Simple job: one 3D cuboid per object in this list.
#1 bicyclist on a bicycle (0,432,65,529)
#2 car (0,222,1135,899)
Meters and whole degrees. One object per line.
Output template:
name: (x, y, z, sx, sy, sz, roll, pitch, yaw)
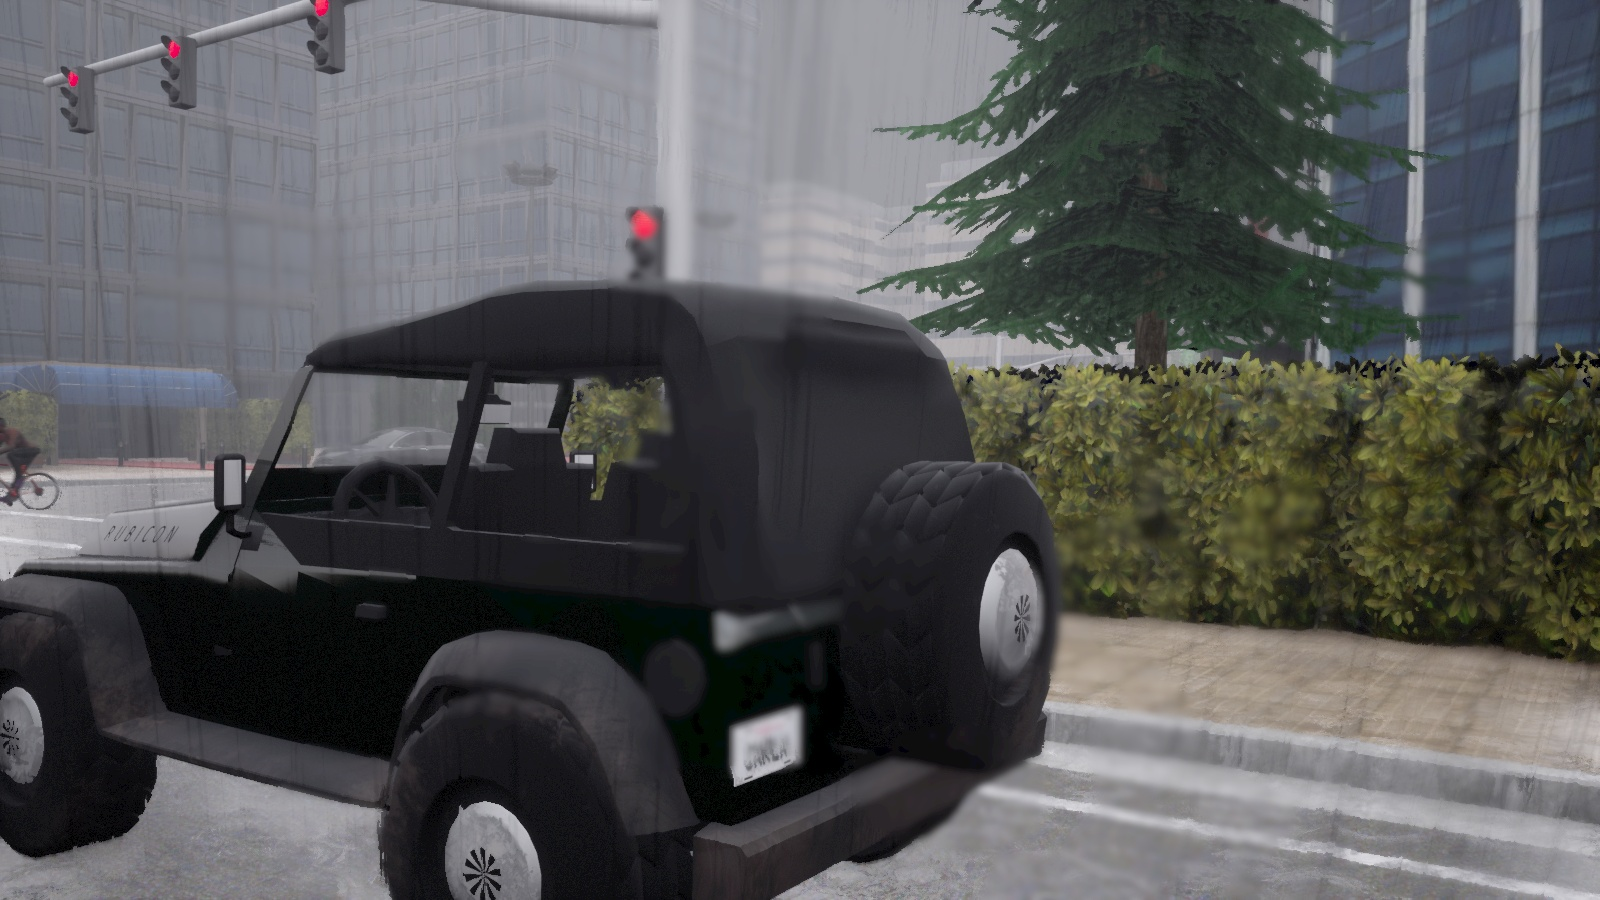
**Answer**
bicyclist on a bicycle: (-13.599, 0.514, 21.470, 0.582, 1.620, 1.656, 0, 1, 33)
car: (-1.061, 0.478, 4.325, 3.866, 1.878, 1.905, 0, 1, 34)
